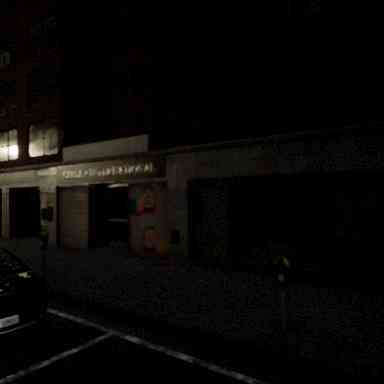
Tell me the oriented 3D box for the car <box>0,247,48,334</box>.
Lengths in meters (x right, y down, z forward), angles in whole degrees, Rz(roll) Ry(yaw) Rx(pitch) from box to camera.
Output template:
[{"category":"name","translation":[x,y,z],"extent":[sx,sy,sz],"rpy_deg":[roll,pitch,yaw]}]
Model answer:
[{"category":"car","translation":[-4.344,1.603,5.955],"extent":[4.403,1.369,2.008],"rpy_deg":[-1,-1,36]}]
